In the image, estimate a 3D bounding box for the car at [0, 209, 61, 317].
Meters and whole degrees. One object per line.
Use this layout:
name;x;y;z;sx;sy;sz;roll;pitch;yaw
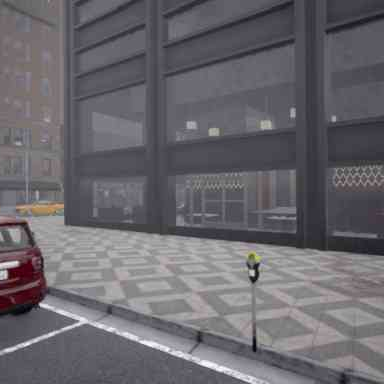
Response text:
car;-4.778;1.315;6.267;5.009;1.841;2.192;0;-1;35

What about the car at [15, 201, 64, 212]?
car;-15.792;1.669;34.642;1.882;1.535;5.008;-1;-1;36
